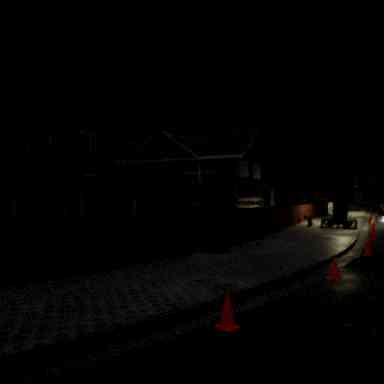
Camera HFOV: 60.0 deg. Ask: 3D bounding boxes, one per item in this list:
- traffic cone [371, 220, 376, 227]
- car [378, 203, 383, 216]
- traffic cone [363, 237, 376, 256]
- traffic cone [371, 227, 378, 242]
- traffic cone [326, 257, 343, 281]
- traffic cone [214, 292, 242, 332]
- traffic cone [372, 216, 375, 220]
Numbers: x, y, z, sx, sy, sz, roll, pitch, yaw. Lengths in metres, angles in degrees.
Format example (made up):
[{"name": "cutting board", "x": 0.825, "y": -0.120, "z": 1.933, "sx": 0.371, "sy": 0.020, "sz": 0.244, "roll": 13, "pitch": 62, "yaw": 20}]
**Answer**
[{"name": "traffic cone", "x": 11.624, "y": 2.263, "z": 21.286, "sx": 0.340, "sy": 0.580, "sz": 0.340, "roll": 0, "pitch": -1, "yaw": 29}, {"name": "car", "x": 23.261, "y": 2.057, "z": 39.338, "sx": 2.128, "sy": 1.511, "sz": 4.902, "roll": 0, "pitch": -1, "yaw": 22}, {"name": "traffic cone", "x": 6.784, "y": 2.140, "z": 12.828, "sx": 0.340, "sy": 0.580, "sz": 0.340, "roll": 0, "pitch": -1, "yaw": 34}, {"name": "traffic cone", "x": 9.234, "y": 2.200, "z": 16.894, "sx": 0.340, "sy": 0.580, "sz": 0.340, "roll": 0, "pitch": -1, "yaw": 29}, {"name": "traffic cone", "x": 3.907, "y": 2.082, "z": 9.097, "sx": 0.340, "sy": 0.580, "sz": 0.340, "roll": 0, "pitch": -1, "yaw": 41}, {"name": "traffic cone", "x": 0.619, "y": 2.026, "z": 5.722, "sx": 0.340, "sy": 0.580, "sz": 0.340, "roll": 1, "pitch": -1, "yaw": -42}, {"name": "traffic cone", "x": 14.013, "y": 2.326, "z": 25.677, "sx": 0.340, "sy": 0.580, "sz": 0.340, "roll": 0, "pitch": -1, "yaw": 29}]
